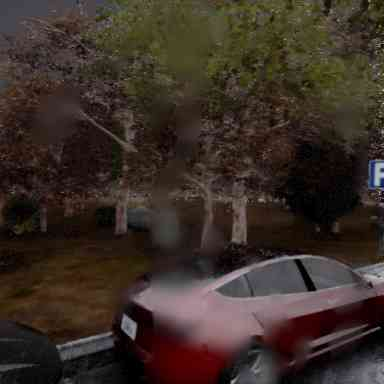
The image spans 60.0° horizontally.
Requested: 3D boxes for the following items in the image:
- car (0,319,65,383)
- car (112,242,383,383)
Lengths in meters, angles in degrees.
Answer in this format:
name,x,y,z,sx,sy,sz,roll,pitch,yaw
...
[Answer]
name,x,y,z,sx,sy,sz,roll,pitch,yaw
car,-3.300,1.477,1.692,5.008,1.535,2.097,0,1,-33
car,1.262,1.516,4.952,4.792,1.488,2.163,0,0,-33
